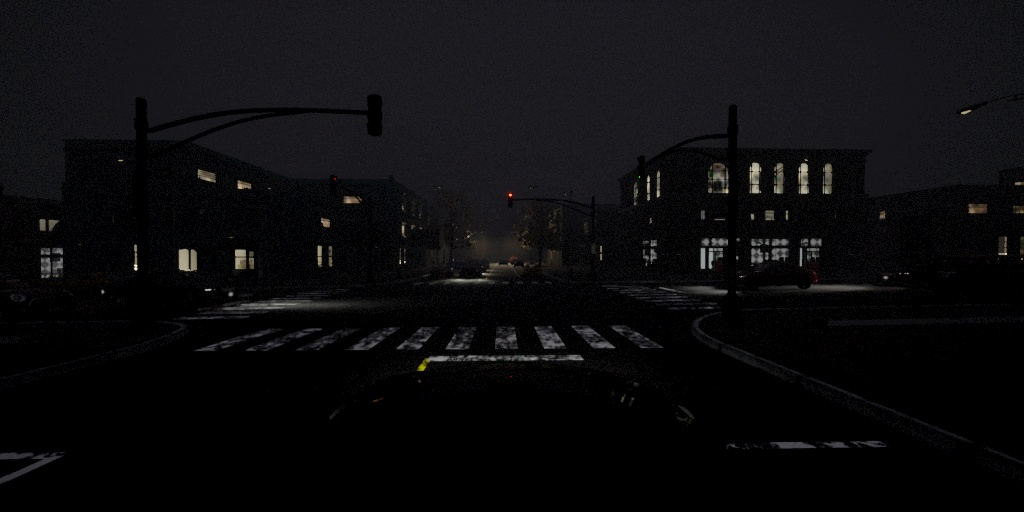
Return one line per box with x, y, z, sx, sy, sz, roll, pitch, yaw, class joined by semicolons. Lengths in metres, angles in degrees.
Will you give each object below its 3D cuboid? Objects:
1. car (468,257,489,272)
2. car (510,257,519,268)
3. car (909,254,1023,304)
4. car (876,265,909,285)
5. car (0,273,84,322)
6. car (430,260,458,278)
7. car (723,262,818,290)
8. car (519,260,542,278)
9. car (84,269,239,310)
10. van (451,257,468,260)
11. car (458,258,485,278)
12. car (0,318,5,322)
-4.180;1.219;44.461;1.882;1.535;5.008;0;0;-1;car
1.178;1.288;61.531;2.007;1.370;4.403;0;0;-1;car
19.642;0.843;14.370;5.009;1.841;2.192;0;0;-2;car
23.528;0.917;20.328;4.902;1.511;2.128;-1;1;-2;car
-18.346;1.422;12.752;4.097;1.591;1.967;0;0;-2;car
-6.492;1.326;33.595;1.802;1.307;4.207;0;0;-1;car
14.306;1.063;19.928;4.674;1.442;1.812;-1;1;-2;car
1.881;1.269;33.979;1.751;1.417;4.829;0;0;-1;car
-14.533;1.405;15.391;4.902;1.511;2.128;-1;0;0;car
-6.775;1.082;44.683;1.690;1.789;3.998;0;0;-1;van
-3.920;1.221;34.421;1.882;1.535;5.008;0;0;-2;car
-5.661;1.295;1.086;1.888;1.381;4.507;0;0;-1;car
